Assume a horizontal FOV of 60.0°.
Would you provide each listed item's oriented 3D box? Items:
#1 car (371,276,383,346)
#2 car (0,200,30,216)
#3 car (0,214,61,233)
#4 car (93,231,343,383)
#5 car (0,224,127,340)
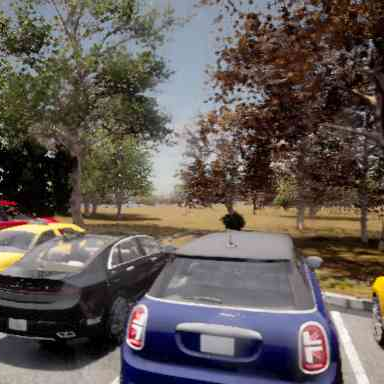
[{"bbox_3d":[3.213,1.487,3.194,2.097,1.535,5.008,0,-1,16],"label":"car"},{"bbox_3d":[-6.383,1.249,10.210,2.435,2.045,5.566,0,-1,16],"label":"car"},{"bbox_3d":[-4.041,1.491,8.241,1.946,1.575,5.366,1,-1,16],"label":"car"},{"bbox_3d":[0.800,1.364,4.902,2.185,1.767,4.553,0,-1,16],"label":"car"},{"bbox_3d":[-1.599,1.494,6.665,2.231,1.521,4.892,0,-1,16],"label":"car"}]
